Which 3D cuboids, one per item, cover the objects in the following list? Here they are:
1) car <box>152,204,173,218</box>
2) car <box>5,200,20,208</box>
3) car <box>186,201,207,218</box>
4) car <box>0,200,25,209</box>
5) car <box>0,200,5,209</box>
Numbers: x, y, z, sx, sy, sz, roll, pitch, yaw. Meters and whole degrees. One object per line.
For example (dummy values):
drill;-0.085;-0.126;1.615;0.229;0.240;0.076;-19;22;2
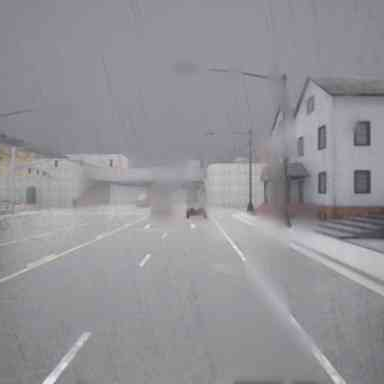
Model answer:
car;-3.071;1.958;35.005;1.812;1.442;4.674;0;-1;1
car;-31.898;1.991;57.405;1.853;1.218;4.536;0;-1;29
car;0.462;1.786;34.958;2.097;1.767;4.553;0;-1;1
car;-31.873;2.149;57.449;2.038;1.542;4.974;0;-1;29
car;-31.140;2.083;52.074;2.038;1.542;4.974;1;-1;-36
